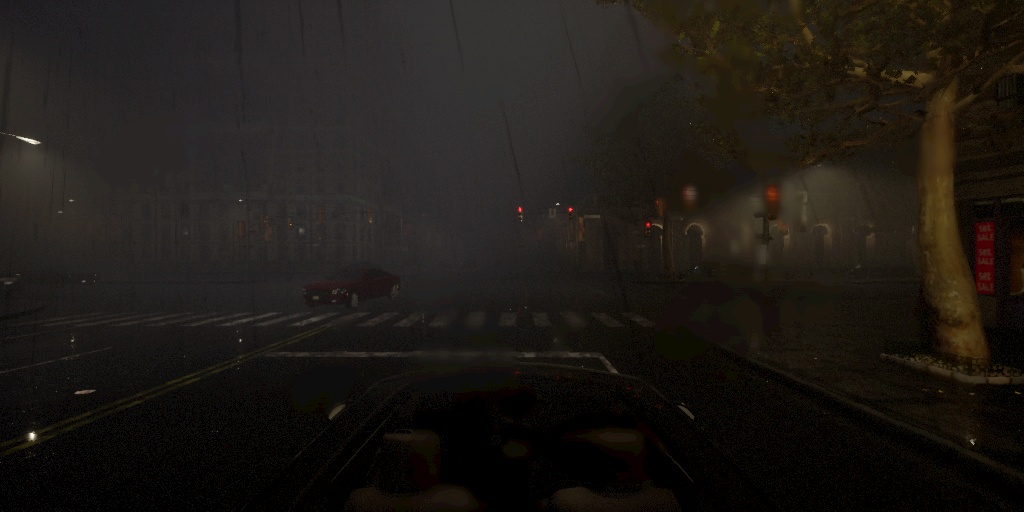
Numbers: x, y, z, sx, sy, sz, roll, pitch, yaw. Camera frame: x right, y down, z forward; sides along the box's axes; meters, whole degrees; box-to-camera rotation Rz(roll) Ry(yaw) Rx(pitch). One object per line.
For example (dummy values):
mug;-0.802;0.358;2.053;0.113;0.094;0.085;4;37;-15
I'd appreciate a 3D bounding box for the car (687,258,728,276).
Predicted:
car;19.463;1.102;34.771;4.553;1.767;2.097;0;0;0

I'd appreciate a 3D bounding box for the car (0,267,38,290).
car;-30.496;1.242;20.035;4.902;1.511;2.128;0;0;1

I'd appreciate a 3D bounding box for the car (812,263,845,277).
car;32.422;1.351;34.649;4.718;1.301;1.895;0;0;1

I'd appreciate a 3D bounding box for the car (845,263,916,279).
car;32.398;1.351;31.149;4.718;1.301;1.895;0;0;1

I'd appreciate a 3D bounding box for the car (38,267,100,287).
car;-30.273;1.351;23.532;4.718;1.301;1.895;0;0;1

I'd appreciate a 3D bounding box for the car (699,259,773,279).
car;19.441;1.255;31.269;4.892;1.490;1.837;0;0;1

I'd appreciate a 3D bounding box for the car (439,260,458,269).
car;-10.376;1.314;57.312;1.994;1.385;4.181;0;0;1

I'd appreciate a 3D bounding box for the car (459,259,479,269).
car;-6.869;1.228;57.776;1.882;1.535;5.008;0;0;1

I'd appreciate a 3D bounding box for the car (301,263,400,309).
car;-6.629;1.227;15.311;1.882;1.535;5.008;-1;0;10
